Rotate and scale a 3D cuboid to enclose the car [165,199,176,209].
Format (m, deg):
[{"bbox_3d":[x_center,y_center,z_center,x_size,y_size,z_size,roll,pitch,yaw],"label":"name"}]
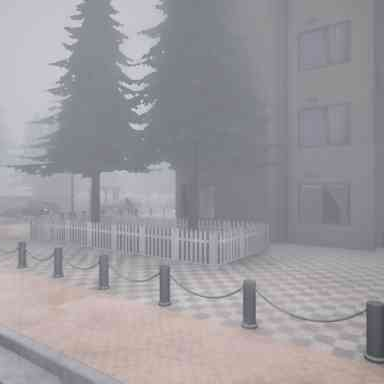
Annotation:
[{"bbox_3d":[-1.612,1.510,45.076,1.812,1.442,4.674,0,0,37],"label":"car"}]

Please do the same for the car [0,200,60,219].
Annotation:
[{"bbox_3d":[-13.951,1.476,28.893,2.128,1.511,4.902,0,0,37],"label":"car"}]

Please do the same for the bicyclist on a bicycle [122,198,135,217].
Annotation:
[{"bbox_3d":[-5.345,1.285,27.851,1.656,1.620,0.582,0,0,37],"label":"bicyclist on a bicycle"}]

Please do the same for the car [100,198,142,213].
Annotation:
[{"bbox_3d":[-7.825,1.462,36.946,1.882,1.535,5.008,0,0,37],"label":"car"}]
